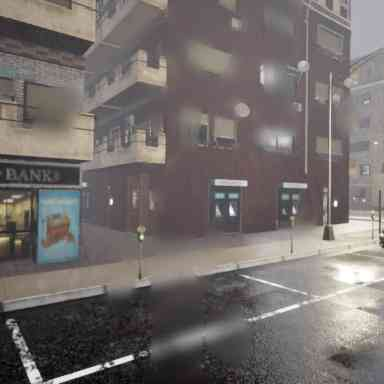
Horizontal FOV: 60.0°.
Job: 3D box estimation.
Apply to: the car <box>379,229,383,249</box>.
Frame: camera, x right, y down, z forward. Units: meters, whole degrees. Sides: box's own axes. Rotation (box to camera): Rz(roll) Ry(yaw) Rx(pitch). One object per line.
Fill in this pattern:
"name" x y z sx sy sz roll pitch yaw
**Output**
"car" 9.059 1.553 13.091 4.403 1.369 2.008 0 1 -35
